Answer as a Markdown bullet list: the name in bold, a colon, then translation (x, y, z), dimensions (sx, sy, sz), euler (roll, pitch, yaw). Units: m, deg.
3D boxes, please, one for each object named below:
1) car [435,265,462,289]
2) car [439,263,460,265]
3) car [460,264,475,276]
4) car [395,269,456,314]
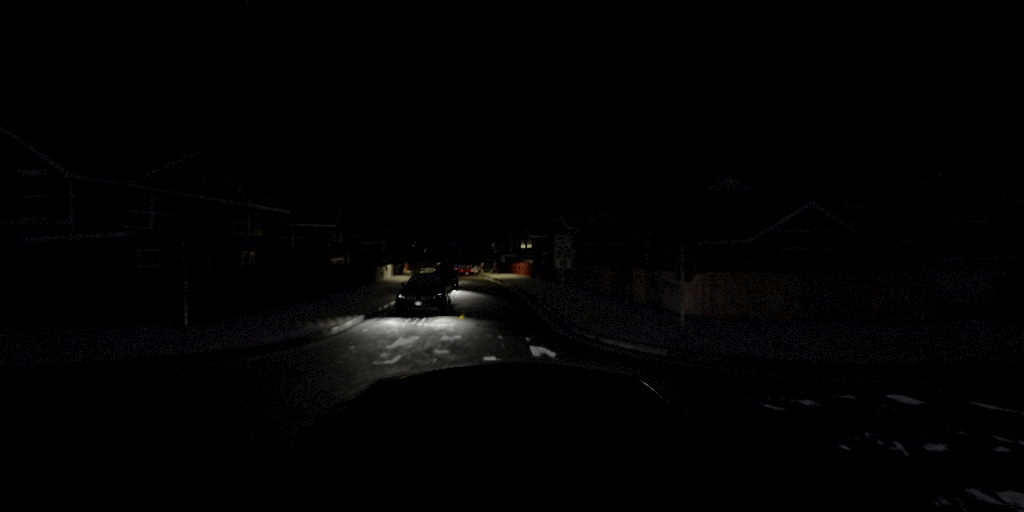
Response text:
- **car**: translation (-4.737, 1.594, 25.375), dimensions (1.994, 1.385, 4.181), euler (0, -1, -9)
- **car**: translation (-6.849, 1.515, 36.984), dimensions (2.097, 1.767, 4.553), euler (0, -1, -12)
- **car**: translation (-5.953, 1.843, 45.715), dimensions (1.895, 1.301, 4.718), euler (0, -1, -13)
- **car**: translation (-3.526, 1.436, 14.973), dimensions (1.812, 1.442, 4.674), euler (0, -1, -6)
